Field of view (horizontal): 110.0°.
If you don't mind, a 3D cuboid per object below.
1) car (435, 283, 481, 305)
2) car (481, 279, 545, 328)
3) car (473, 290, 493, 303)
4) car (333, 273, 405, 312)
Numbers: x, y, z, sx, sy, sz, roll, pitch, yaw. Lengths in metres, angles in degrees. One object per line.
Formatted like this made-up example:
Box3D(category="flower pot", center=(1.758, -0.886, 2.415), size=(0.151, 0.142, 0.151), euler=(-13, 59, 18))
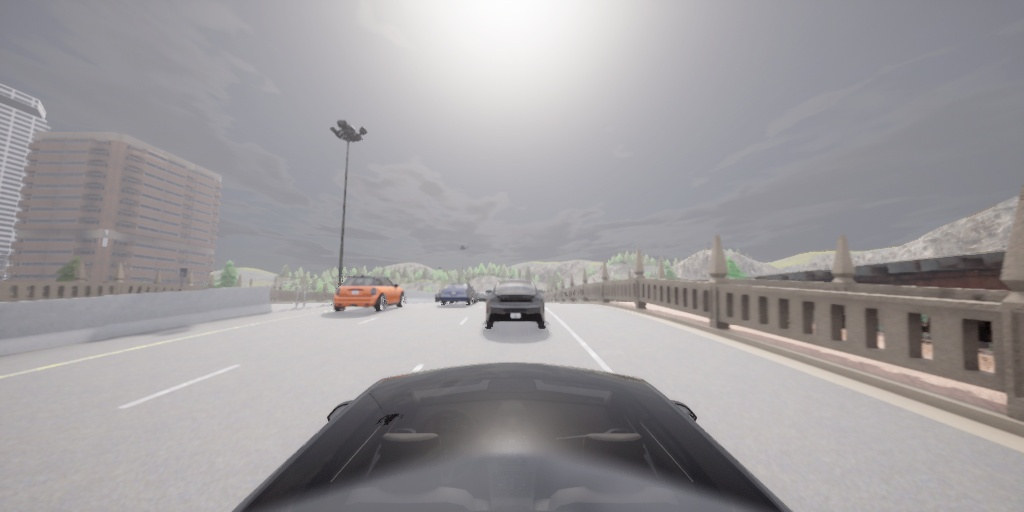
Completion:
Box3D(category="car", center=(-3.389, 2.454, 23.344), size=(2.033, 1.411, 5.357), euler=(0, -6, 0))
Box3D(category="car", center=(0.106, 1.595, 12.714), size=(1.837, 1.490, 4.892), euler=(0, -3, 0))
Box3D(category="car", center=(-3.380, 4.793, 42.366), size=(1.994, 1.385, 4.181), euler=(0, -7, 0))
Box3D(category="car", center=(-6.893, 1.781, 17.894), size=(2.097, 1.767, 4.553), euler=(0, -4, 0))
